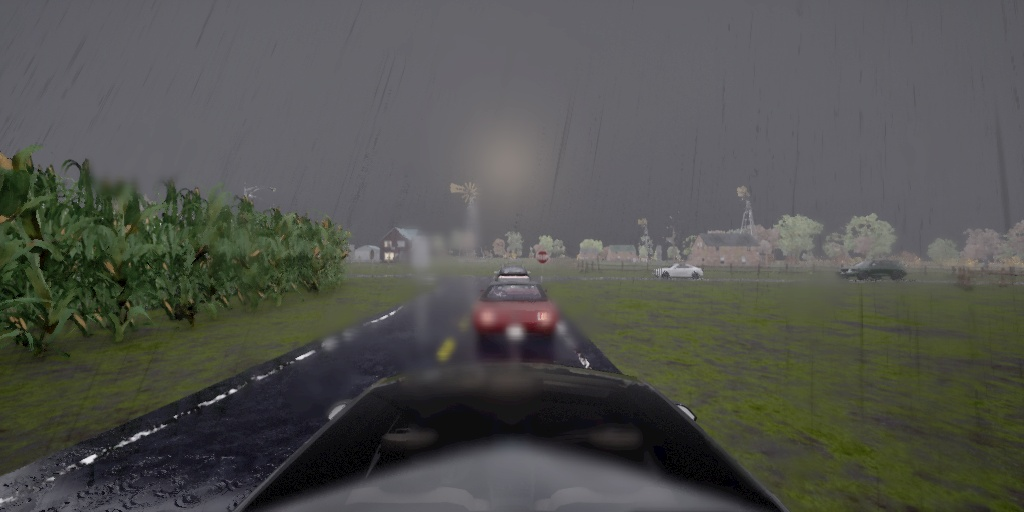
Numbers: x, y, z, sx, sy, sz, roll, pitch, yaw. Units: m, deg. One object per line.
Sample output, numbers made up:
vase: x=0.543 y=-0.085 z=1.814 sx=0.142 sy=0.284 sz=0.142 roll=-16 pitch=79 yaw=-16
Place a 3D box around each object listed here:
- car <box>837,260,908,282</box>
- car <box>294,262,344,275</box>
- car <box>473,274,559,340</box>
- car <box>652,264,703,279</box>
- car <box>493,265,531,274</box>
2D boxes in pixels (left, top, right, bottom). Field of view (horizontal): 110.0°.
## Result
car: x=35.598 y=1.443 z=35.454 sx=5.566 sy=2.045 sz=2.150 roll=1 pitch=-1 yaw=0
car: x=-17.519 y=1.040 z=32.166 sx=4.674 sy=1.442 sz=1.812 roll=1 pitch=-1 yaw=0
car: x=0.085 y=1.348 z=9.959 sx=1.895 sy=1.301 sz=4.718 roll=0 pitch=0 yaw=0
car: x=16.279 y=1.509 z=35.332 sx=4.674 sy=1.442 sz=1.812 roll=1 pitch=-1 yaw=0
car: x=0.025 y=1.236 z=19.720 sx=2.128 sy=1.511 sz=4.902 roll=0 pitch=0 yaw=-1
